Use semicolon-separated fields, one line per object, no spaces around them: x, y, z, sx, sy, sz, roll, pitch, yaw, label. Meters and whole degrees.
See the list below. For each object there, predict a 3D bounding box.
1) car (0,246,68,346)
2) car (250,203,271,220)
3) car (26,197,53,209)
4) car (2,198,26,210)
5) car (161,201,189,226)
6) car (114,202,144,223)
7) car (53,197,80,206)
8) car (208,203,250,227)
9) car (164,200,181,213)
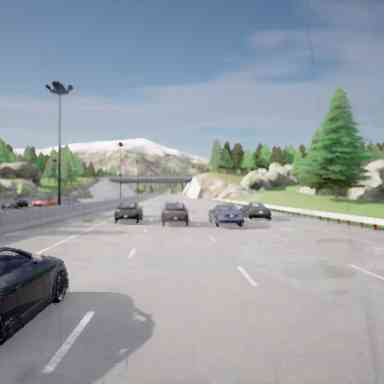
-3.606;1.577;5.514;1.994;1.385;4.181;0;0;-2;car
5.425;1.630;28.950;1.994;1.385;4.181;0;0;-4;car
-20.532;1.459;46.003;2.097;1.767;4.553;0;0;-4;car
-23.998;1.598;45.374;2.128;1.511;4.902;0;0;-4;car
-1.257;1.546;24.330;2.128;1.511;4.902;0;0;-4;car
-4.898;1.552;26.135;2.128;1.511;4.902;0;0;-4;car
-17.023;1.459;45.983;2.097;1.767;4.553;0;0;-4;car
2.315;1.601;23.562;2.033;1.411;5.357;0;0;-4;car
-2.391;1.693;39.887;1.895;1.301;4.718;0;0;-4;car
